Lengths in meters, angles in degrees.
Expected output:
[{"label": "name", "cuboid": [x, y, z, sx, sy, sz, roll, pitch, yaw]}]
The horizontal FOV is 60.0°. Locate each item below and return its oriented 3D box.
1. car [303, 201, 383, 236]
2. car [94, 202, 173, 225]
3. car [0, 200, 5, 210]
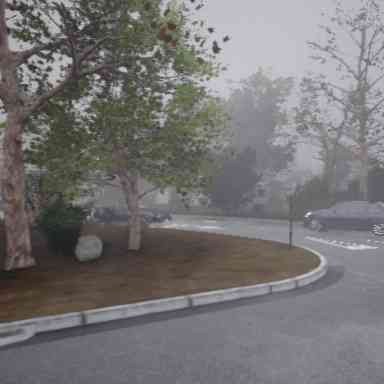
[{"label": "car", "cuboid": [8.434, 1.272, 17.966, 4.553, 1.767, 2.097, 0, 0, 36]}, {"label": "car", "cuboid": [-4.028, 1.390, 22.431, 5.357, 1.411, 2.033, 0, 0, 24]}, {"label": "car", "cuboid": [-19.067, 1.272, 35.000, 1.994, 1.385, 4.181, 0, 0, -12]}]
